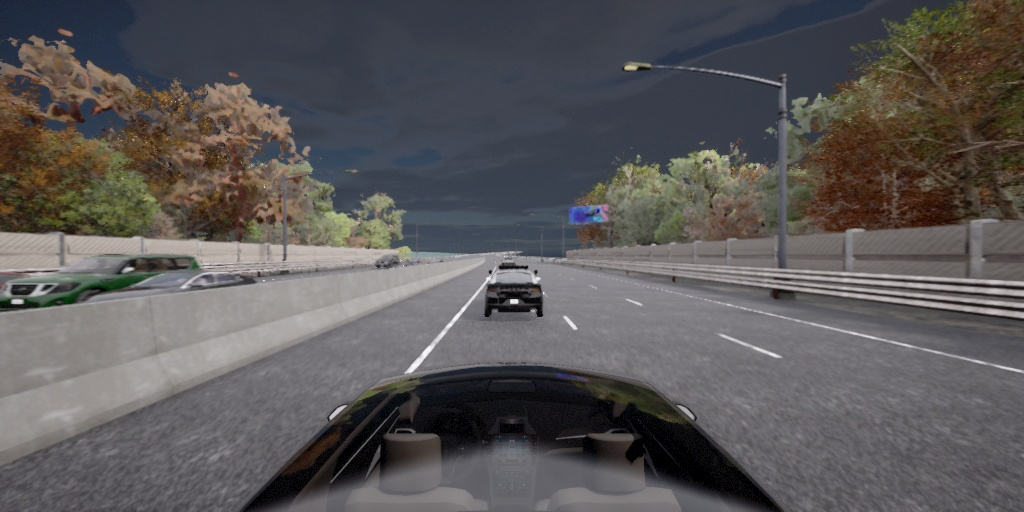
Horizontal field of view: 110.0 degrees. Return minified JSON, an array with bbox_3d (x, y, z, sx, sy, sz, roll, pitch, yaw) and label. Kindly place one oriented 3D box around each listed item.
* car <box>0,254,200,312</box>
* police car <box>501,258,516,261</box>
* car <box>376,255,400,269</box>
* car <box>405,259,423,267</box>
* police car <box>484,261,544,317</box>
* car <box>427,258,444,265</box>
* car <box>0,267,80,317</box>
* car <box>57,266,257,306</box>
[{"bbox_3d":[-14.146,0.954,13.004,2.150,2.045,5.566,0,0,0],"label":"car"},{"bbox_3d":[-0.430,1.080,44.219,1.930,1.638,5.238,0,0,-1],"label":"police car"},{"bbox_3d":[-18.328,0.860,53.303,2.150,2.045,5.566,0,0,-1],"label":"car"},{"bbox_3d":[-14.869,1.200,54.728,1.994,1.385,4.181,0,0,-1],"label":"car"},{"bbox_3d":[0.051,1.150,13.273,1.930,1.638,5.238,0,0,0],"label":"police car"},{"bbox_3d":[-11.343,1.115,53.730,1.882,1.535,5.008,0,0,-1],"label":"car"},{"bbox_3d":[-17.635,1.213,11.366,1.882,1.535,5.008,0,0,0],"label":"car"},{"bbox_3d":[-10.638,1.224,11.728,2.128,1.511,4.902,0,0,0],"label":"car"}]
